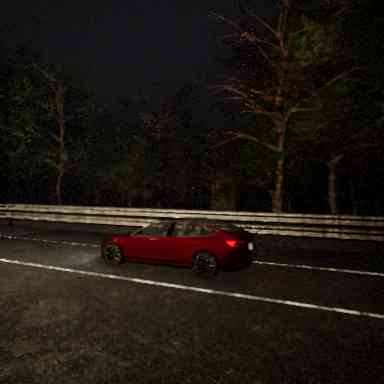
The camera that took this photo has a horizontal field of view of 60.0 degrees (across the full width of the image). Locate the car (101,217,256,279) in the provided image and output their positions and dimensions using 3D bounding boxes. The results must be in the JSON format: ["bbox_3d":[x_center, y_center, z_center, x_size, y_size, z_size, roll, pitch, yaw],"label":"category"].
[{"bbox_3d":[-0.511,1.492,9.978,4.792,1.488,2.163,0,0,26],"label":"car"}]
